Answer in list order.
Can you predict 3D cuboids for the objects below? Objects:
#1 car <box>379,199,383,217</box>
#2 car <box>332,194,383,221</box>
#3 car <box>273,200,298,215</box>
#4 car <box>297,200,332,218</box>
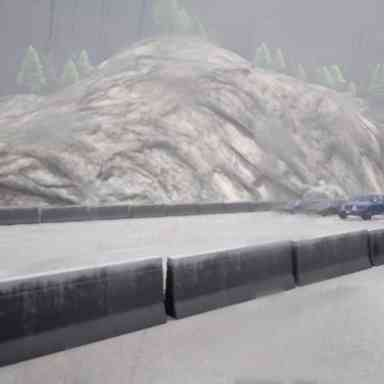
[{"bbox_3d":[15.714,1.436,23.782,4.892,1.490,1.837,0,0,-35],"label":"car"},{"bbox_3d":[14.102,1.151,26.932,5.566,2.045,2.150,0,0,-35],"label":"car"},{"bbox_3d":[10.387,1.477,32.879,5.357,1.411,2.033,0,0,-35],"label":"car"},{"bbox_3d":[12.241,1.477,29.905,5.357,1.411,2.033,0,0,-35],"label":"car"}]
